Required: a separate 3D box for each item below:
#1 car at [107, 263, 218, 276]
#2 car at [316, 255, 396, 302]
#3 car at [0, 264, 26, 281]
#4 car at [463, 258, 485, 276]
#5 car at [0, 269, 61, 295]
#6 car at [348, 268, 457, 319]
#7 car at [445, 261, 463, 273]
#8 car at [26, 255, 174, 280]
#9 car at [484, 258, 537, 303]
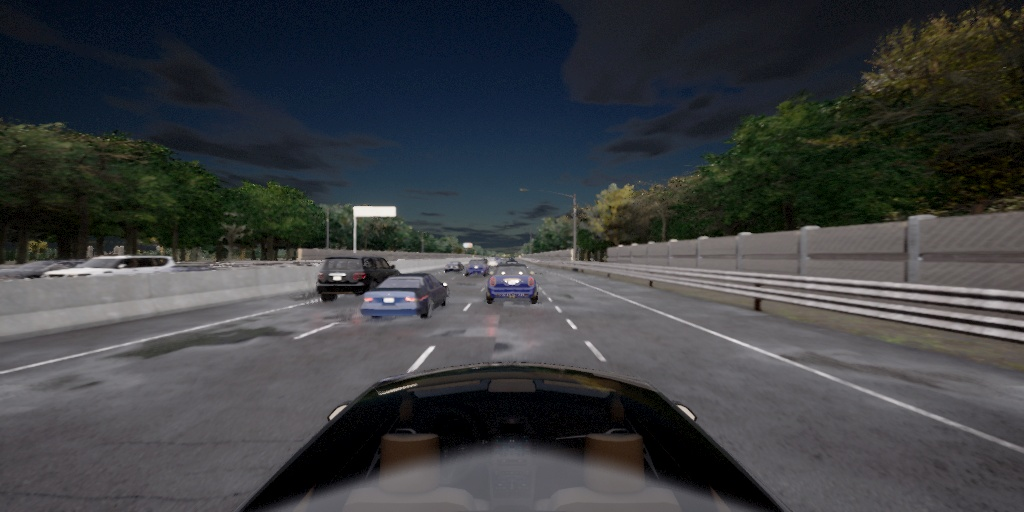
[{"bbox_3d":[-17.503,1.224,19.168,2.033,1.411,5.357,0,0,0],"label":"car"},{"bbox_3d":[-7.002,0.985,17.059,2.150,2.045,5.566,0,0,0],"label":"car"},{"bbox_3d":[-24.502,0.946,19.170,2.128,1.511,4.902,0,0,0],"label":"car"},{"bbox_3d":[-3.504,1.135,37.306,2.097,1.767,4.553,0,0,0],"label":"car"},{"bbox_3d":[-28.002,1.420,19.136,1.895,1.301,4.718,0,0,0],"label":"car"},{"bbox_3d":[-3.501,1.306,12.719,2.033,1.411,5.357,0,0,0],"label":"car"},{"bbox_3d":[-7.005,1.339,44.177,2.033,1.411,5.357,0,0,0],"label":"car"},{"bbox_3d":[-21.002,0.983,19.139,2.150,2.045,5.566,0,0,0],"label":"car"},{"bbox_3d":[-0.002,1.114,16.894,2.097,1.767,4.553,0,0,0],"label":"car"}]
